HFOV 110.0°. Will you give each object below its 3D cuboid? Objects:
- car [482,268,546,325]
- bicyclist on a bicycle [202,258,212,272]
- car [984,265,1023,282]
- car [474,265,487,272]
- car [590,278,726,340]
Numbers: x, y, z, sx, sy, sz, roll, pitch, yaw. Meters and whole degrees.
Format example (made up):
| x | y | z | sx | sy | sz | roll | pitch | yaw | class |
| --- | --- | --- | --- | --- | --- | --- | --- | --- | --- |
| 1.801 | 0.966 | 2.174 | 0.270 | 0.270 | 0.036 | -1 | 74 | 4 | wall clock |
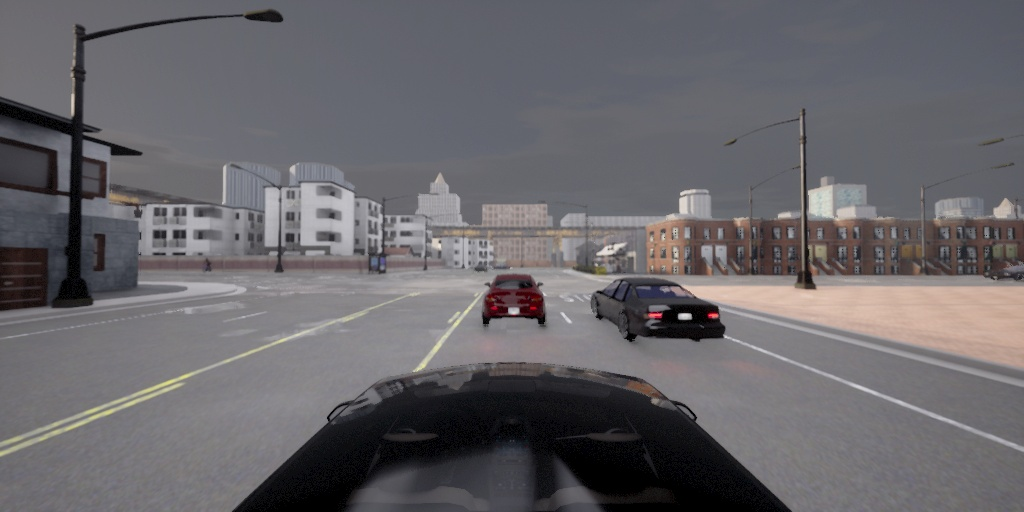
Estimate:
| x | y | z | sx | sy | sz | roll | pitch | yaw | class |
| --- | --- | --- | --- | --- | --- | --- | --- | --- | --- |
| 0.061 | 1.283 | 11.698 | 1.812 | 1.442 | 4.674 | 0 | 0 | 0 | car |
| -34.024 | 1.028 | 40.037 | 0.582 | 1.620 | 1.656 | 1 | -1 | -11 | bicyclist on a bicycle |
| 45.900 | 1.539 | 32.015 | 5.357 | 1.411 | 2.033 | 0 | -1 | 2 | car |
| -5.677 | 2.214 | 65.072 | 1.895 | 1.301 | 4.718 | 0 | -1 | 4 | car |
| 3.551 | 1.297 | 9.843 | 2.033 | 1.411 | 5.357 | 0 | 0 | 0 | car |
